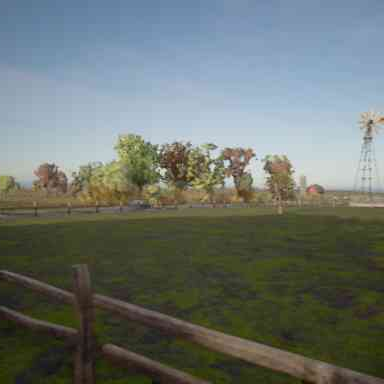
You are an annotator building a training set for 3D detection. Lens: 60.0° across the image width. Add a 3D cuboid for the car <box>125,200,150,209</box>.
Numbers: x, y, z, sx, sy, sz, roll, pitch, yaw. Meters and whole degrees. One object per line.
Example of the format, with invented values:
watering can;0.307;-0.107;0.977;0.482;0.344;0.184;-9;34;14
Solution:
car;-8.508;1.902;51.965;1.994;1.385;4.181;1;0;36
